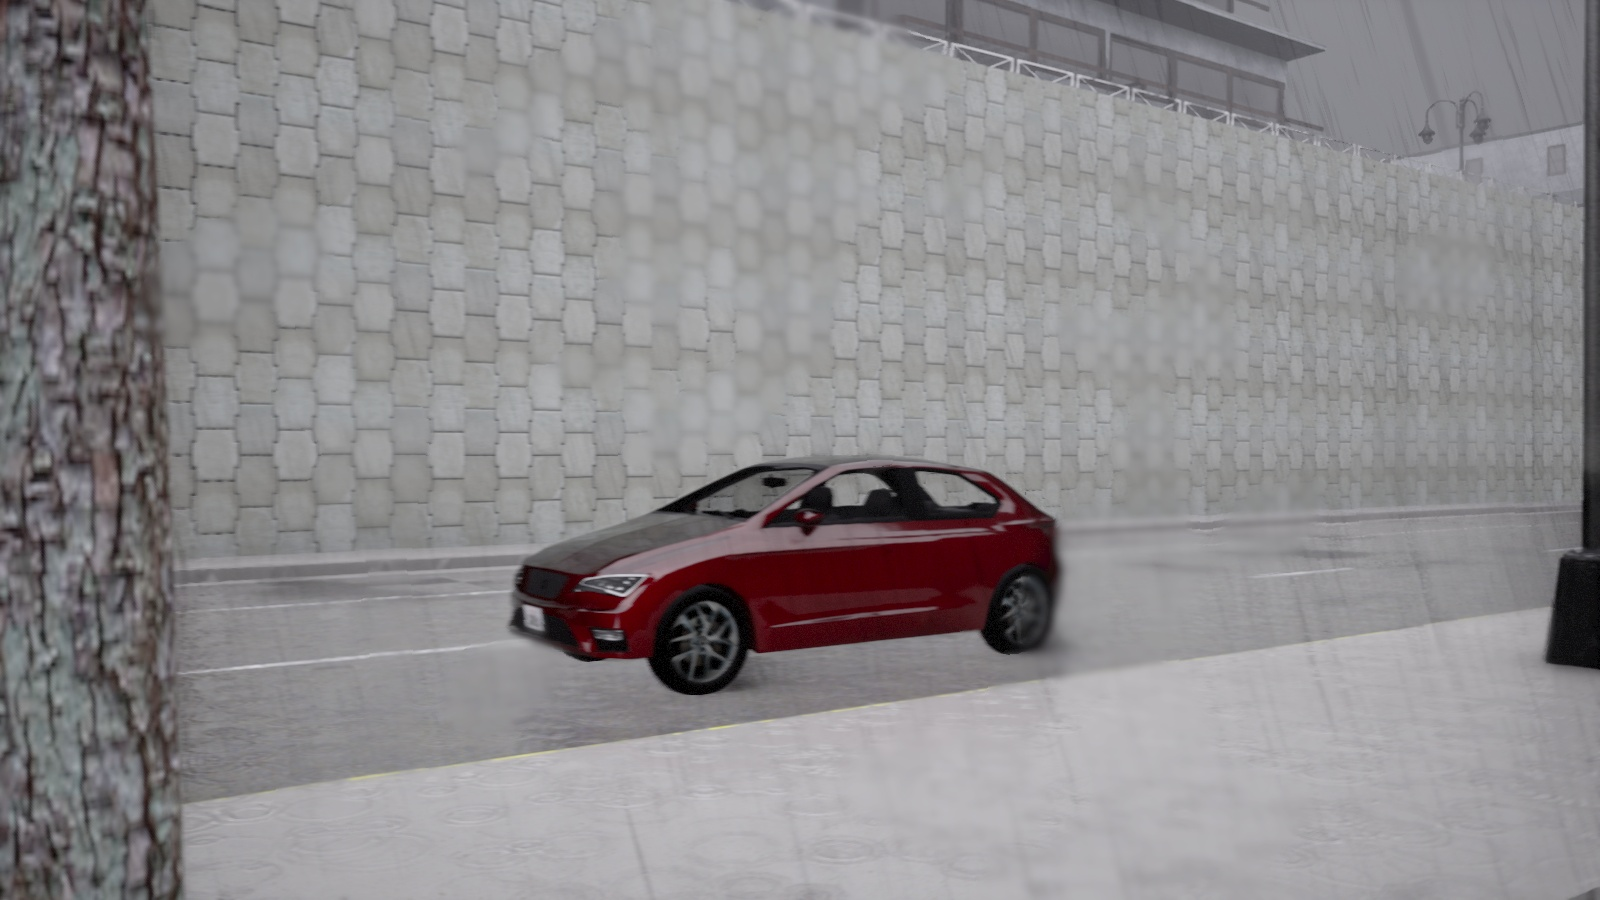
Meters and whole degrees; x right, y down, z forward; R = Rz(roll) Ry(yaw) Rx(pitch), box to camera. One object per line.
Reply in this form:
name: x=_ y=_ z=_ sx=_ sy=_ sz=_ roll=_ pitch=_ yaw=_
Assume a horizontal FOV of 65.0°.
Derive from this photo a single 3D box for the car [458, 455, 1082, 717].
car: x=-0.106 y=0.781 z=9.068 sx=4.193 sy=1.474 sz=1.816 roll=0 pitch=0 yaw=-35
